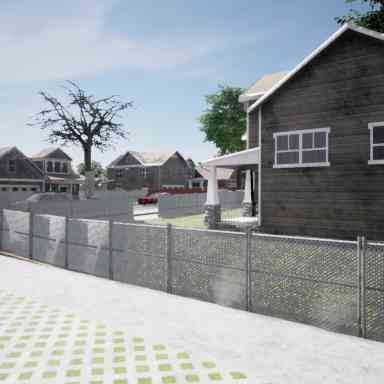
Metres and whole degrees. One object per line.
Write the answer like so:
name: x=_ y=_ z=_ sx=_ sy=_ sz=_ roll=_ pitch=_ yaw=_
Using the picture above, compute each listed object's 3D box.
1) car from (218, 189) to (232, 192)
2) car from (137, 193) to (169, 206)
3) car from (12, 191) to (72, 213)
car: x=3.945 y=0.289 z=46.372 sx=1.882 sy=1.535 sz=5.008 roll=0 pitch=2 yaw=36
car: x=-3.683 y=0.770 z=35.632 sx=1.895 sy=1.301 sz=4.718 roll=0 pitch=2 yaw=35
car: x=-11.263 y=0.881 z=24.893 sx=2.097 sy=1.767 sz=4.553 roll=0 pitch=2 yaw=35
